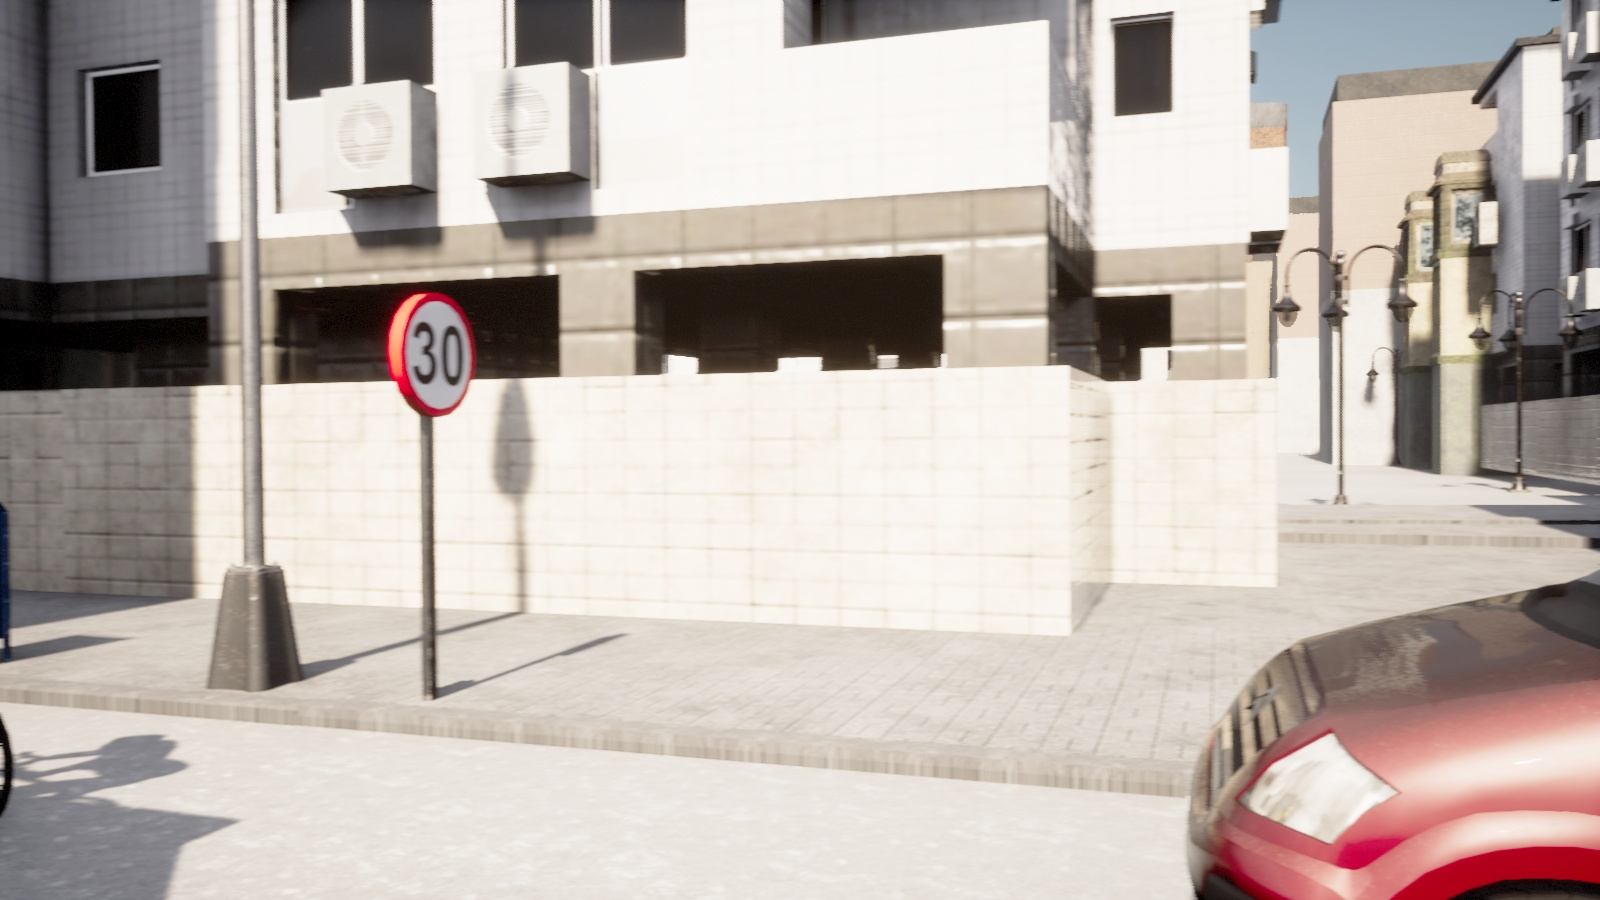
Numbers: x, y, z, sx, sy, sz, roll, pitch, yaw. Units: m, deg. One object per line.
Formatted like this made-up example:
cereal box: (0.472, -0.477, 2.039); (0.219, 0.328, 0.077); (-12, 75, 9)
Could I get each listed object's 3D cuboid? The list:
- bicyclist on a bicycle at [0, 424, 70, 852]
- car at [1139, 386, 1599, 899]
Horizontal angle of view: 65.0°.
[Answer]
bicyclist on a bicycle: (-3.811, 0.711, 5.011); (1.656, 1.620, 0.582); (0, 1, 18)
car: (2.865, 0.686, 2.756); (3.988, 1.617, 1.851); (0, 1, 19)
